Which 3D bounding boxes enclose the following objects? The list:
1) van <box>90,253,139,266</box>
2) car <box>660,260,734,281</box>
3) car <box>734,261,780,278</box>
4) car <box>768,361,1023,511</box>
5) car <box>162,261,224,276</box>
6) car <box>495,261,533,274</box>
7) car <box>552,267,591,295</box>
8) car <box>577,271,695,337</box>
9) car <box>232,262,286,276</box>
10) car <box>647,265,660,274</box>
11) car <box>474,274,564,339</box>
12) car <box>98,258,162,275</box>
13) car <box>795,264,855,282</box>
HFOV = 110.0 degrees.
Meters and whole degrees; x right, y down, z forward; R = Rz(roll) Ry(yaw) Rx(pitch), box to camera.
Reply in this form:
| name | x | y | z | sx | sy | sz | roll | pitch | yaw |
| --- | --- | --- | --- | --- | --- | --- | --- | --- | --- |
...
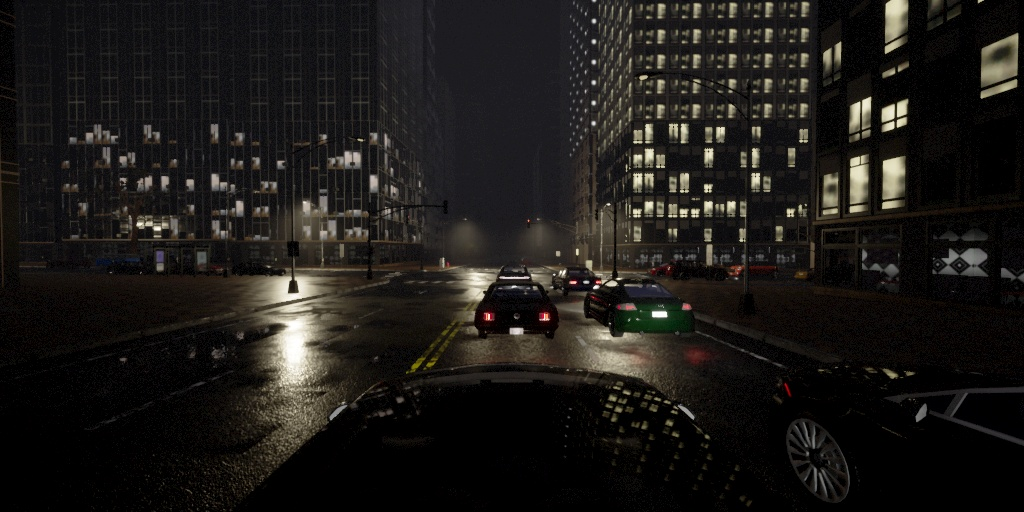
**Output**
| name | x | y | z | sx | sy | sz | roll | pitch | yaw |
| --- | --- | --- | --- | --- | --- | --- | --- | --- | --- |
| van | -45.255 | 0.604 | 41.172 | 3.998 | 1.789 | 1.690 | 0 | 0 | 1 |
| car | 16.217 | 1.268 | 31.622 | 5.009 | 1.841 | 2.192 | 0 | 0 | 1 |
| car | 25.019 | 1.289 | 37.237 | 4.553 | 1.767 | 2.097 | 1 | 1 | 1 |
| car | 3.340 | 1.242 | 1.421 | 2.128 | 1.511 | 4.902 | 0 | 0 | 0 |
| car | -28.391 | 1.137 | 32.323 | 4.207 | 1.307 | 1.802 | 0 | 0 | 1 |
| car | 0.113 | 1.232 | 19.279 | 2.128 | 1.511 | 4.902 | 0 | 0 | 0 |
| car | 3.399 | 1.288 | 19.481 | 2.033 | 1.411 | 5.357 | 0 | 0 | -3 |
| car | 3.365 | 1.310 | 10.251 | 1.994 | 1.385 | 4.181 | 0 | 0 | -1 |
| car | -22.707 | 1.173 | 32.184 | 4.313 | 1.339 | 1.948 | 0 | 0 | 1 |
| car | 16.308 | 1.424 | 37.397 | 4.181 | 1.385 | 1.994 | 1 | 1 | 1 |
| car | 0.106 | 1.347 | 10.023 | 1.895 | 1.301 | 4.718 | 0 | 0 | 0 |
| car | -34.072 | 1.069 | 32.501 | 4.313 | 1.339 | 1.948 | 0 | 0 | 1 |
| car | 27.665 | 1.578 | 31.415 | 4.829 | 1.417 | 1.751 | 0 | 0 | 1 |
